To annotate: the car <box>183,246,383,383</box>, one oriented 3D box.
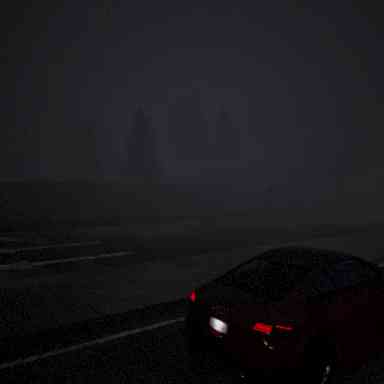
[{"bbox_3d":[1.945,1.563,5.137,4.181,1.385,1.994,0,0,-35],"label":"car"}]
